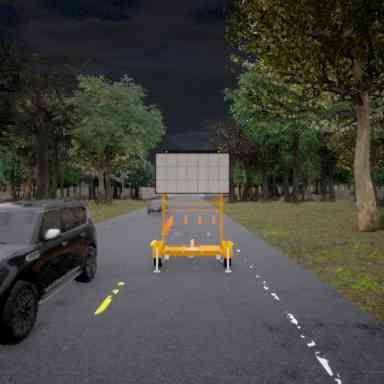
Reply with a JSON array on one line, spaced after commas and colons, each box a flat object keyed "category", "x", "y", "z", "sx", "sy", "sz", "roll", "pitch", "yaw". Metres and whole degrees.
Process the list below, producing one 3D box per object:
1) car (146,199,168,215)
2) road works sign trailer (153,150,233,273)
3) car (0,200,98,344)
[{"category": "car", "x": -3.434, "y": 1.489, "z": 33.749, "sx": 1.837, "sy": 1.490, "sz": 4.892, "roll": 0, "pitch": 0, "yaw": 0}, {"category": "road works sign trailer", "x": 0.020, "y": 0.464, "z": 10.707, "sx": 2.380, "sy": 3.560, "sz": 2.880, "roll": 0, "pitch": 0, "yaw": 0}, {"category": "car", "x": -3.587, "y": 1.222, "z": 6.774, "sx": 2.150, "sy": 2.045, "sz": 5.566, "roll": 0, "pitch": 0, "yaw": 0}]
